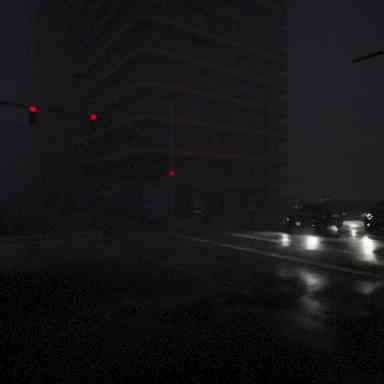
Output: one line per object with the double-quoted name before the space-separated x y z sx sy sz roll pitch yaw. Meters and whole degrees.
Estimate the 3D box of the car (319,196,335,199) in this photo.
"car" 15.434 1.386 35.828 1.994 1.385 4.181 0 0 10

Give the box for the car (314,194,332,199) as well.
"car" 19.298 1.130 47.709 2.097 1.767 4.553 0 0 -7

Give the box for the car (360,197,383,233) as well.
"car" 10.838 1.237 18.007 2.097 1.767 4.553 0 0 37

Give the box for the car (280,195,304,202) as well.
"car" 15.347 1.255 50.898 1.882 1.535 5.008 0 0 -14

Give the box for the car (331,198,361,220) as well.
"car" 12.204 1.421 26.409 1.994 1.385 4.181 0 0 25

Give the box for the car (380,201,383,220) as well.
"car" 15.715 1.454 25.559 1.895 1.301 4.718 0 0 25

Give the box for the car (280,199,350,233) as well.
"car" 7.155 1.393 19.065 1.837 1.490 4.892 0 0 43

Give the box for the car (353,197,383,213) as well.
"car" 18.916 1.295 35.341 1.882 1.535 5.008 0 0 10
